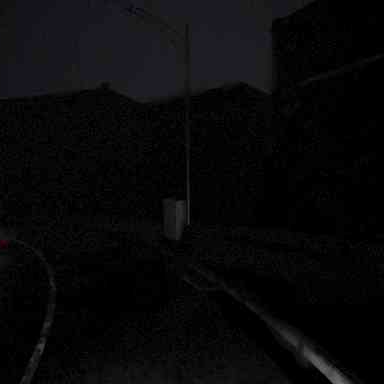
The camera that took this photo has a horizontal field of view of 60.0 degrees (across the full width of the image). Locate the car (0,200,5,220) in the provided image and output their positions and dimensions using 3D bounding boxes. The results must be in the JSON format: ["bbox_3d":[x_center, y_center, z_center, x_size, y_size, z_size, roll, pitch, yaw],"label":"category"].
[{"bbox_3d":[-13.717,1.048,19.827,5.566,2.045,2.150,-2,1,25],"label":"car"}]
